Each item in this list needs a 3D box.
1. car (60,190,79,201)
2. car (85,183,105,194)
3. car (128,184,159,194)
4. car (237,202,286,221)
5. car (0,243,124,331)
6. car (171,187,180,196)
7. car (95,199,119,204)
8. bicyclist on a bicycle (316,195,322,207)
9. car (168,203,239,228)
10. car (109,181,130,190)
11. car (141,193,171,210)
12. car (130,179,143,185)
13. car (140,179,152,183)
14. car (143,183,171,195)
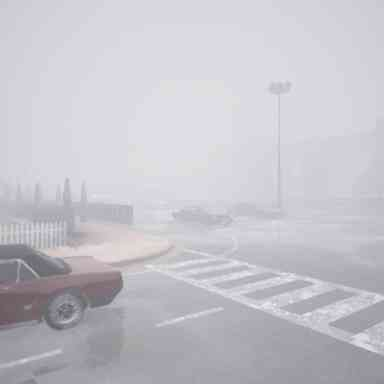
[{"bbox_3d":[-17.187,0.468,45.987,1.837,1.490,4.892,0,5,-37],"label":"car"},{"bbox_3d":[-16.689,-0.642,57.092,2.097,1.767,4.553,0,7,-37],"label":"car"},{"bbox_3d":[-8.555,0.058,57.927,2.033,1.411,5.357,0,6,-37],"label":"car"},{"bbox_3d":[5.187,1.543,27.984,2.033,1.411,5.357,0,0,-37],"label":"car"},{"bbox_3d":[-3.660,1.601,5.395,4.718,1.301,1.895,0,0,-33],"label":"car"},{"bbox_3d":[-4.196,-0.267,63.943,1.882,1.535,5.008,0,7,-37],"label":"car"},{"bbox_3d":[-8.844,1.415,34.889,1.994,1.385,4.181,0,2,-37],"label":"car"},{"bbox_3d":[18.061,1.291,47.375,1.656,1.620,0.582,0,0,-37],"label":"bicyclist on a bicycle"},{"bbox_3d":[0.636,1.601,22.401,1.895,1.301,4.718,0,0,-37],"label":"car"},{"bbox_3d":[-14.819,-1.300,66.260,1.882,1.535,5.008,0,7,-37],"label":"car"},{"bbox_3d":[-4.333,1.308,40.522,1.812,1.442,4.674,0,3,-37],"label":"car"},{"bbox_3d":[-12.828,-1.487,69.603,1.882,1.535,5.008,0,7,-37],"label":"car"},{"bbox_3d":[-10.504,-1.827,72.186,2.150,2.045,5.566,0,7,-37],"label":"car"},{"bbox_3d":[-6.587,-0.187,61.303,1.882,1.535,5.008,0,7,-37],"label":"car"}]
